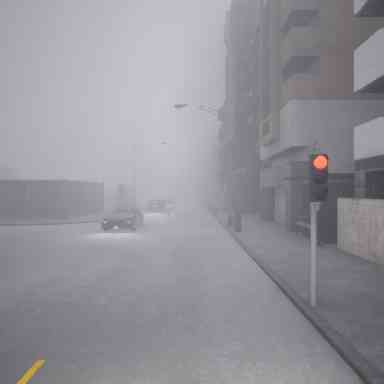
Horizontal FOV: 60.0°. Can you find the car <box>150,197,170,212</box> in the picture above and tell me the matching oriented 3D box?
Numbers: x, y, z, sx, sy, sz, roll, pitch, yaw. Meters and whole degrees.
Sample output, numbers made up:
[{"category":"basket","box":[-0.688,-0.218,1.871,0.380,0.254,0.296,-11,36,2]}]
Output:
[{"category":"car","box":[-4.138,1.488,39.359,2.128,1.511,4.902,0,0,0]}]

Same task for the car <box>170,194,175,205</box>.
[{"category":"car","box":[-4.065,1.571,56.956,1.994,1.385,4.181,0,0,0]}]

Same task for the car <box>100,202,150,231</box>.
[{"category":"car","box":[-4.120,1.548,20.687,2.033,1.411,5.357,0,0,0]}]
